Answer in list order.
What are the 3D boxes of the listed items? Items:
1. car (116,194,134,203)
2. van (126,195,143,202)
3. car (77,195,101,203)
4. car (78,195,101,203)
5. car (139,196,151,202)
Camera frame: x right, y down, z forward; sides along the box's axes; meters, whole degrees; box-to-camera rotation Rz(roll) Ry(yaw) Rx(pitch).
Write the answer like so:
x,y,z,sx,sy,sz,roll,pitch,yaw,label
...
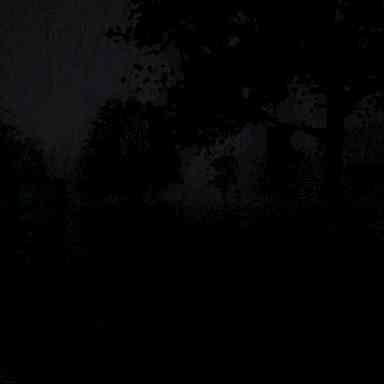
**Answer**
x,y,z,sx,sy,sz,roll,pitch,yaw,label
-15.006,1.440,73.103,2.150,2.045,5.566,0,-1,4,car
-16.202,1.858,93.648,4.442,1.987,1.878,0,-2,-17,van
-24.800,1.645,80.492,5.566,2.045,2.435,0,-1,-17,car
-26.436,1.768,85.703,5.566,2.045,2.435,0,-1,-17,car
-14.284,1.662,87.762,5.566,2.045,2.435,0,-1,-17,car
